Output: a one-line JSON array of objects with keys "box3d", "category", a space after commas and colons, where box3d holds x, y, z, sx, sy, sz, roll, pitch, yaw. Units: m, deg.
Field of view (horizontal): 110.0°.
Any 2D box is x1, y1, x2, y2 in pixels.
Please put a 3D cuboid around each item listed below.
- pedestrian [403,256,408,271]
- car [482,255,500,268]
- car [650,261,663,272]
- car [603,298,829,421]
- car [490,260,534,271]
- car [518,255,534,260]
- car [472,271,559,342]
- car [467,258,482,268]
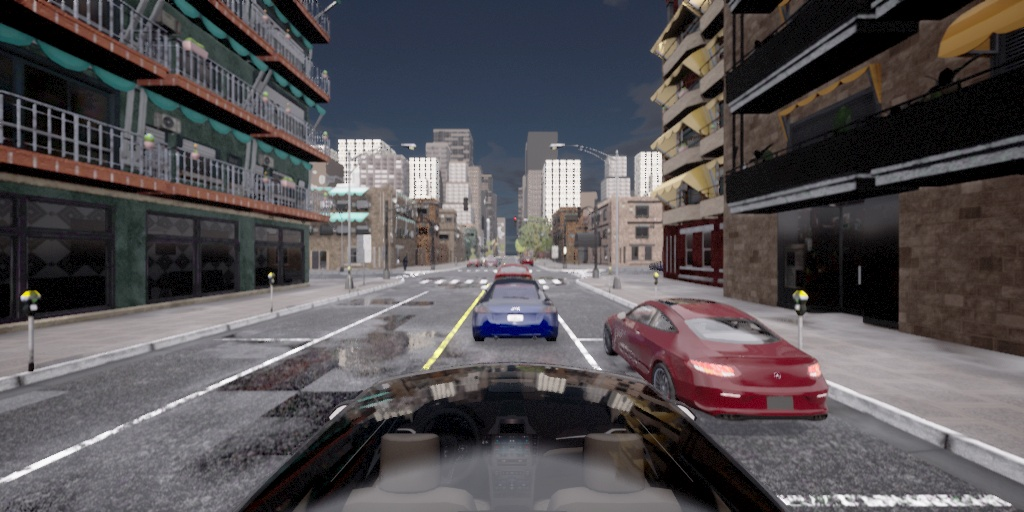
[{"box3d": [-12.587, 0.852, 42.127, 0.375, 1.860, 0.375, 0, 1, 0], "category": "pedestrian"}, {"box3d": [-3.174, 1.043, 54.992, 1.812, 1.442, 4.674, 0, 0, 0], "category": "car"}, {"box3d": [17.124, 0.924, 36.663, 5.357, 1.411, 2.033, -1, 0, 0], "category": "car"}, {"box3d": [2.682, 1.313, 5.671, 1.802, 1.307, 4.207, 0, 0, 0], "category": "car"}, {"box3d": [0.067, 1.148, 18.608, 1.882, 1.535, 5.008, 0, 0, 0], "category": "car"}, {"box3d": [2.581, 0.812, 60.422, 2.192, 1.841, 5.009, 0, 0, 0], "category": "car"}, {"box3d": [0.080, 1.276, 9.623, 1.994, 1.385, 4.181, 0, 0, 0], "category": "car"}, {"box3d": [-5.877, 1.062, 54.885, 1.888, 1.381, 4.507, 0, 0, 0], "category": "car"}]
